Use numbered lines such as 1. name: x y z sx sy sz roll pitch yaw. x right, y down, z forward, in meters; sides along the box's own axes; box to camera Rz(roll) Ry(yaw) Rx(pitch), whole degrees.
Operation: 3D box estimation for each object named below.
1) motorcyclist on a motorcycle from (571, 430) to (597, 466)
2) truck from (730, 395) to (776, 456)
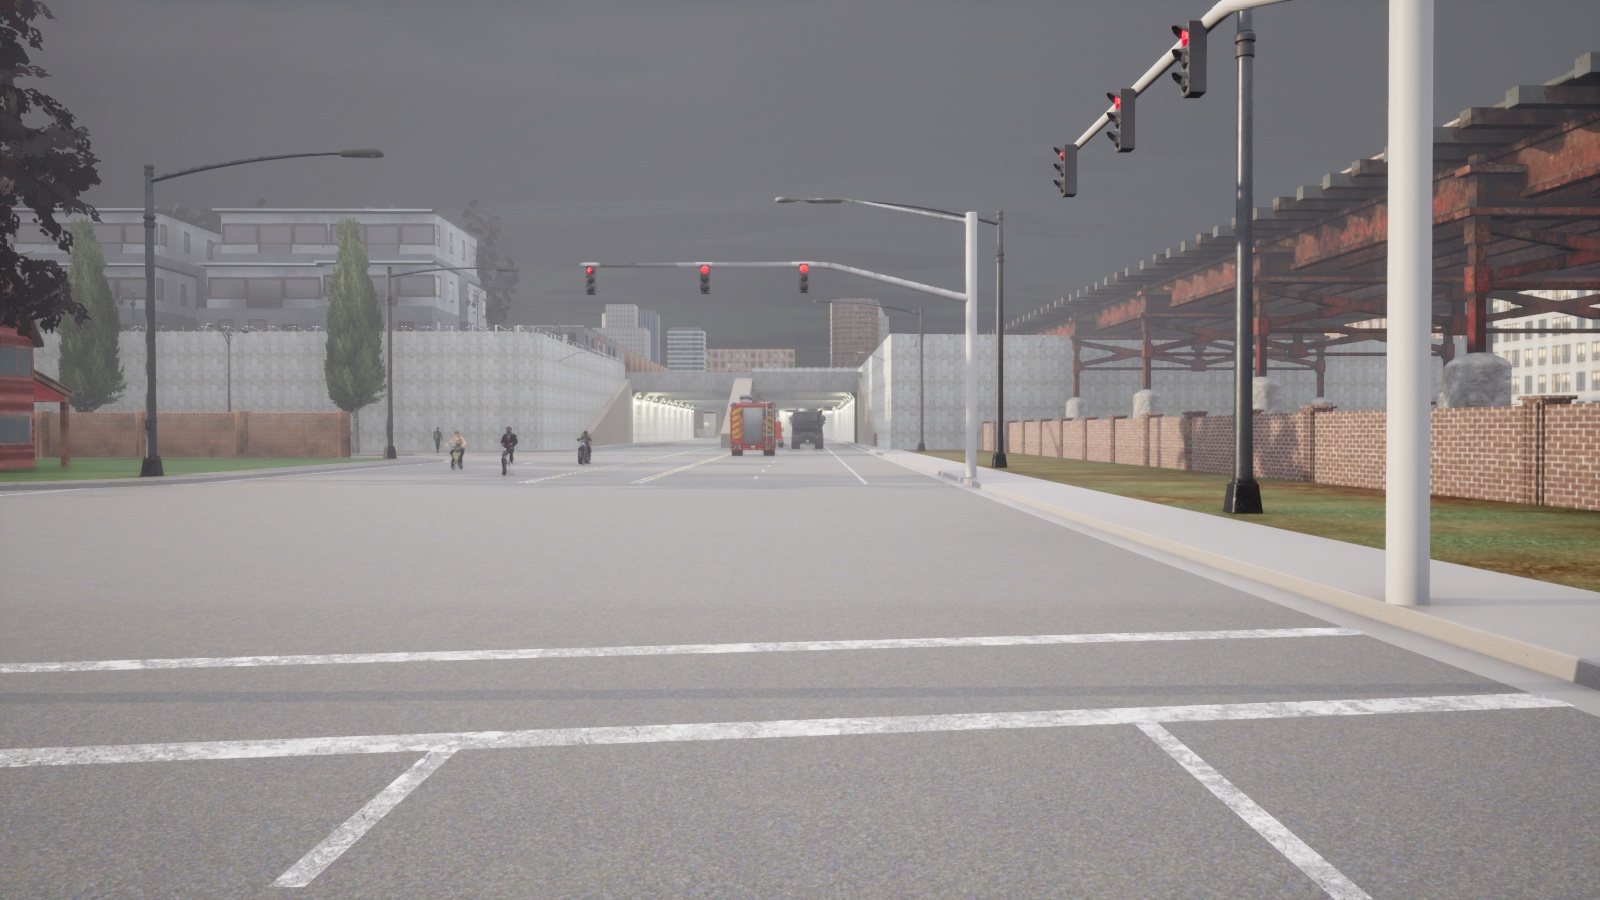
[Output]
1. motorcyclist on a motorcycle: -10.145 -0.119 59.000 0.766 1.649 2.350 1 1 0
2. truck: -3.038 -1.595 82.749 2.891 3.827 8.468 0 1 -1
